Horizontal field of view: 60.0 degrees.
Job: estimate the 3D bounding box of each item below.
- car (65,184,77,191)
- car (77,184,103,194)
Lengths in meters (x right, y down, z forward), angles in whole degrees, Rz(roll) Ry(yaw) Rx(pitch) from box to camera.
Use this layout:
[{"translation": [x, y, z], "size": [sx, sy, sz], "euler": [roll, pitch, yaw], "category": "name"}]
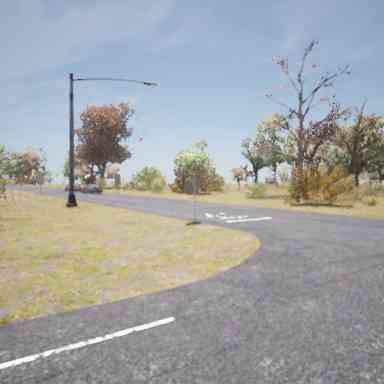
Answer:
[{"translation": [-20.584, -0.749, 57.666], "size": [1.994, 1.385, 4.181], "euler": [-1, 2, -35], "category": "car"}, {"translation": [-15.025, -0.456, 49.849], "size": [2.033, 1.411, 5.357], "euler": [-1, 2, -35], "category": "car"}]
